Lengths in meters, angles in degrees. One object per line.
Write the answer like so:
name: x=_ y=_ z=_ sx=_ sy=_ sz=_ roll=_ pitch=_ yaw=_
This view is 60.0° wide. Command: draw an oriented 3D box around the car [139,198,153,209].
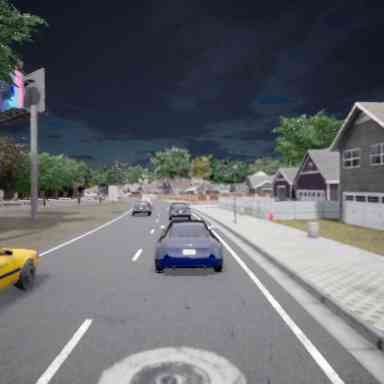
car: x=-6.500 y=1.599 z=47.119 sx=1.812 sy=1.442 sz=4.674 roll=0 pitch=0 yaw=-8

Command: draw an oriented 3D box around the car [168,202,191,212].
car: x=-1.076 y=1.595 z=28.546 sx=2.033 sy=1.411 sz=5.357 roll=0 pitch=0 yaw=-5

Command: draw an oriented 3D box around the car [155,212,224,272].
car: x=-0.130 y=1.583 z=10.909 sx=1.994 sy=1.385 sz=4.181 roll=0 pitch=0 yaw=-2

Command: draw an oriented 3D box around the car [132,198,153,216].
car: x=-5.056 y=1.610 z=33.862 sx=2.033 sy=1.411 sz=5.357 roll=0 pitch=0 yaw=-6

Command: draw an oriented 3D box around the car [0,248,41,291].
car: x=-4.609 y=1.476 z=6.115 sx=1.801 sy=1.575 sz=5.366 roll=0 pitch=0 yaw=-1
